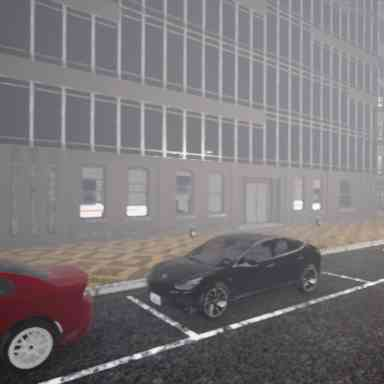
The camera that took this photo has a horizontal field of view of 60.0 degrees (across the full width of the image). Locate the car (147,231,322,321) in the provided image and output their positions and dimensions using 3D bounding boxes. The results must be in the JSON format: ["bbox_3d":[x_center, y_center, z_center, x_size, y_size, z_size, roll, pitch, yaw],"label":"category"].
[{"bbox_3d":[1.111,1.595,7.358,4.313,1.339,1.947,0,0,-36],"label":"car"}]

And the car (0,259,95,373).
[{"bbox_3d":[-3.520,1.541,4.047,4.507,1.381,1.887,0,0,-36],"label":"car"}]
